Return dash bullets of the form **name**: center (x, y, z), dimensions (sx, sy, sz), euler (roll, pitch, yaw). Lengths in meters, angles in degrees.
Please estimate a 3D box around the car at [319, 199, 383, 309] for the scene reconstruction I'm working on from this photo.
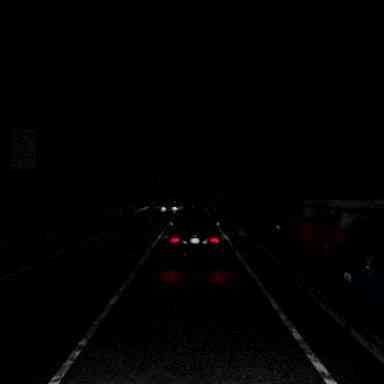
- **car**: center (5.676, 1.236, 6.231), dimensions (5.566, 2.045, 2.435), euler (0, 0, 0)

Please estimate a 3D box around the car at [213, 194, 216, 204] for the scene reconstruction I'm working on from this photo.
- **car**: center (5.695, 1.316, 45.478), dimensions (4.792, 1.488, 2.163), euler (0, 0, 0)

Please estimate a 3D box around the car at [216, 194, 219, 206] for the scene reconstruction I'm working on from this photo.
- **car**: center (5.716, 1.315, 39.872), dimensions (5.008, 1.535, 2.097), euler (0, 0, 0)

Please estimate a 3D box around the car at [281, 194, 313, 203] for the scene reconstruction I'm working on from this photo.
- **car**: center (18.806, 1.215, 59.673), dimensions (5.008, 1.535, 2.097), euler (0, 0, 0)

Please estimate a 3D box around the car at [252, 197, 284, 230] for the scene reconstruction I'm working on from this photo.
- **car**: center (5.741, 1.304, 17.445), dimensions (4.553, 1.767, 2.185), euler (0, 0, 0)

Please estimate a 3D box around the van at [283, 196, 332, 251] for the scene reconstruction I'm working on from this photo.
- **van**: center (5.823, 1.232, 11.838), dimensions (4.442, 1.987, 1.878), euler (0, 0, 0)

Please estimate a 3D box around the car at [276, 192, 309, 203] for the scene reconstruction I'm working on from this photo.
- **car**: center (18.784, 0.954, 62.459), dimensions (5.566, 2.045, 2.435), euler (0, 0, 0)

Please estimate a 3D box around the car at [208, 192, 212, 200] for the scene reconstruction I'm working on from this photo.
- **car**: center (5.725, 1.231, 56.688), dimensions (5.008, 1.535, 2.097), euler (0, 0, 0)

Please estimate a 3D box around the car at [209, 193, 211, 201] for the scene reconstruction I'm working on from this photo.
- **car**: center (5.914, 1.241, 53.888), dimensions (5.366, 1.575, 1.946), euler (0, 0, 0)

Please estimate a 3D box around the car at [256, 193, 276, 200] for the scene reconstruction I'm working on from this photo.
- **car**: center (18.801, 1.039, 84.737), dimensions (4.553, 1.767, 2.185), euler (0, 0, 0)

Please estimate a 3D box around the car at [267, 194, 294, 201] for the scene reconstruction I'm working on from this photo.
- **car**: center (18.811, 1.188, 70.813), dimensions (5.008, 1.535, 2.097), euler (0, 0, 0)

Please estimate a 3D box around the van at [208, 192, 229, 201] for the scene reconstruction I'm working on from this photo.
- **van**: center (5.855, 0.962, 73.508), dimensions (4.442, 1.987, 1.878), euler (0, 0, 0)

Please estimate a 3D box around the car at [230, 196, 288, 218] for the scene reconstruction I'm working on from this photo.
- **car**: center (5.684, 1.247, 28.658), dimensions (4.553, 1.767, 2.185), euler (0, 0, 0)

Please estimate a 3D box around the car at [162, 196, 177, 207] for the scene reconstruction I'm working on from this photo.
- **car**: center (-3.162, 1.286, 47.666), dimensions (1.882, 1.535, 5.008), euler (0, 0, 0)

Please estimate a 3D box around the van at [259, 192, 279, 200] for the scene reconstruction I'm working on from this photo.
- **van**: center (18.944, 0.941, 81.956), dimensions (4.442, 1.987, 1.878), euler (0, 0, 0)

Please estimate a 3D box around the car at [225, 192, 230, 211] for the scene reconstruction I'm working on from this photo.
- **car**: center (5.686, 1.136, 25.854), dimensions (5.566, 2.045, 2.435), euler (0, 0, 0)

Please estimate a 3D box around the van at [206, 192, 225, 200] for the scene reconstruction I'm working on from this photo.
- **van**: center (5.628, 0.952, 79.115), dimensions (4.442, 1.987, 1.878), euler (0, 0, 0)

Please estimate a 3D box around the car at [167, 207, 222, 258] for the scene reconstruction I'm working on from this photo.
- **car**: center (0.100, 1.517, 12.588), dimensions (2.033, 1.411, 5.357), euler (0, 0, 0)

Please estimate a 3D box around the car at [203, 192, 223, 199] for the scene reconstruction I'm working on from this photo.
- **car**: center (5.798, 0.928, 93.130), dimensions (5.566, 2.045, 2.435), euler (0, 0, 0)

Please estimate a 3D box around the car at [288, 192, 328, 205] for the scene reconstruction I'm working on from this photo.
- **car**: center (18.779, 0.986, 54.104), dimensions (5.566, 2.045, 2.435), euler (0, 0, 0)

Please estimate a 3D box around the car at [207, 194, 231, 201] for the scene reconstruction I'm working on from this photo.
- **car**: center (5.732, 1.193, 70.705), dimensions (5.008, 1.535, 2.097), euler (0, 0, 0)

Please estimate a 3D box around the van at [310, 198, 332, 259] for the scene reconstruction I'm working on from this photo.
- **van**: center (5.822, 1.247, 9.035), dimensions (4.442, 1.987, 1.878), euler (0, 0, 0)

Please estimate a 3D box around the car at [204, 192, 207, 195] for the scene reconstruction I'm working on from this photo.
- **car**: center (5.764, 0.948, 67.900), dimensions (5.566, 2.045, 2.435), euler (0, 0, 0)

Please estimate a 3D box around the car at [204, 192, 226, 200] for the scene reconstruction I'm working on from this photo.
- **car**: center (5.780, 0.920, 84.720), dimensions (5.566, 2.045, 2.435), euler (0, 0, 0)

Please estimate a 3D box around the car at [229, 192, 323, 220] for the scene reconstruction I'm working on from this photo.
- **car**: center (5.684, 1.150, 23.051), dimensions (5.566, 2.045, 2.435), euler (0, 0, 0)

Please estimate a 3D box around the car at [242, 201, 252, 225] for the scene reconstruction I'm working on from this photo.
- **car**: center (5.708, 1.455, 20.249), dimensions (4.674, 1.452, 2.002), euler (0, 0, 0)

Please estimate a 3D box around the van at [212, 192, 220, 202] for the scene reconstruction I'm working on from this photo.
- **van**: center (5.609, 1.047, 48.280), dimensions (4.442, 1.987, 1.878), euler (0, 0, 0)

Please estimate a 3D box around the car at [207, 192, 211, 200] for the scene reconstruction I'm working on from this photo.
- **car**: center (5.704, 1.241, 62.296), dimensions (4.792, 1.488, 2.163), euler (0, 0, 0)

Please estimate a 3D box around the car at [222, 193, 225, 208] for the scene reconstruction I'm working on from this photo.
- **car**: center (5.750, 1.218, 34.265), dimensions (4.553, 1.767, 2.185), euler (0, 0, 0)

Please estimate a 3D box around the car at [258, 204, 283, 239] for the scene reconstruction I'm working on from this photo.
- **car**: center (5.702, 1.445, 14.643), dimensions (4.892, 1.521, 2.231), euler (0, 0, 0)

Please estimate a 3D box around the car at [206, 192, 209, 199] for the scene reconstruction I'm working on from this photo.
- **car**: center (5.730, 1.205, 65.094), dimensions (4.892, 1.521, 2.231), euler (0, 0, 0)

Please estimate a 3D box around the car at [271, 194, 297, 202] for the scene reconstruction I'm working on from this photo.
- **car**: center (18.786, 1.223, 68.028), dimensions (4.792, 1.488, 2.163), euler (0, 0, 0)

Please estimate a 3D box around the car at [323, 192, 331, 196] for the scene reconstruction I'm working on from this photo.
- **car**: center (18.778, 1.000, 51.442), dimensions (5.566, 2.045, 2.435), euler (0, 0, 0)

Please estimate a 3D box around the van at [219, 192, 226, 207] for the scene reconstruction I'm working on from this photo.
- **van**: center (5.603, 1.104, 37.068), dimensions (4.442, 1.987, 1.878), euler (0, 0, 0)

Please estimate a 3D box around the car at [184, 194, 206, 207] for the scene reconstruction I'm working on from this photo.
- **car**: center (0.166, 1.347, 37.711), dimensions (2.128, 1.511, 4.902), euler (0, 0, 0)

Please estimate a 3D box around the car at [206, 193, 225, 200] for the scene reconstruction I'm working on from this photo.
- **car**: center (5.716, 1.047, 81.919), dimensions (4.553, 1.767, 2.185), euler (0, 0, 0)
